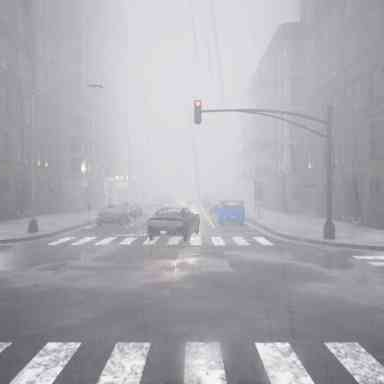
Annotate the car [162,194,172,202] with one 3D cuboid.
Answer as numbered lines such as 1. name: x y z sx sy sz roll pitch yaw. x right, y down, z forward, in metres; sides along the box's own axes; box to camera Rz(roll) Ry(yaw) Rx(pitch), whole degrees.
1. car: -5.377 1.543 62.939 1.947 1.339 4.313 0 0 0

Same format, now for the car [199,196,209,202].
1. car: 2.650 1.519 74.305 2.008 1.369 4.403 0 0 0

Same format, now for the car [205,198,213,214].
1. car: 2.643 1.578 34.536 1.802 1.307 4.206 0 0 0

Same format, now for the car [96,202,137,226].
1. car: -5.384 1.548 23.166 2.008 1.369 4.403 0 0 0

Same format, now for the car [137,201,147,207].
1. car: -5.383 1.541 28.848 1.887 1.381 4.507 0 0 0

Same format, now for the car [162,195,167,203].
1. car: -5.379 1.552 51.576 1.947 1.339 4.313 0 0 0

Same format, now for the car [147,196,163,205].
1. car: -5.380 1.516 45.724 1.752 1.417 4.829 0 0 0

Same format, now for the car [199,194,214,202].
1. car: 2.646 1.302 51.580 2.192 1.841 5.009 0 0 0

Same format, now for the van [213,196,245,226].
1. van: 2.641 1.338 23.174 1.690 1.788 3.998 0 0 0

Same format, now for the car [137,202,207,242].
1. car: -0.791 1.490 16.520 2.128 1.511 4.902 0 0 10

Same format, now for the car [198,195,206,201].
1. car: 2.652 1.525 85.668 1.947 1.339 4.313 0 0 0

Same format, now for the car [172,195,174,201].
1. car: -5.376 1.288 68.621 2.192 1.841 5.009 0 0 0

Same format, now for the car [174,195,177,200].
1. car: -5.374 1.404 79.985 1.967 1.590 4.097 0 0 0

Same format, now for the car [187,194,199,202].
1. car: 0.113 1.508 57.254 1.812 1.442 4.674 0 0 0

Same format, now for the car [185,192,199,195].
1. car: 0.106 1.326 67.084 2.097 1.767 4.553 0 0 -2

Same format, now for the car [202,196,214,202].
1. car: 2.645 1.573 45.899 1.802 1.307 4.206 0 0 0
